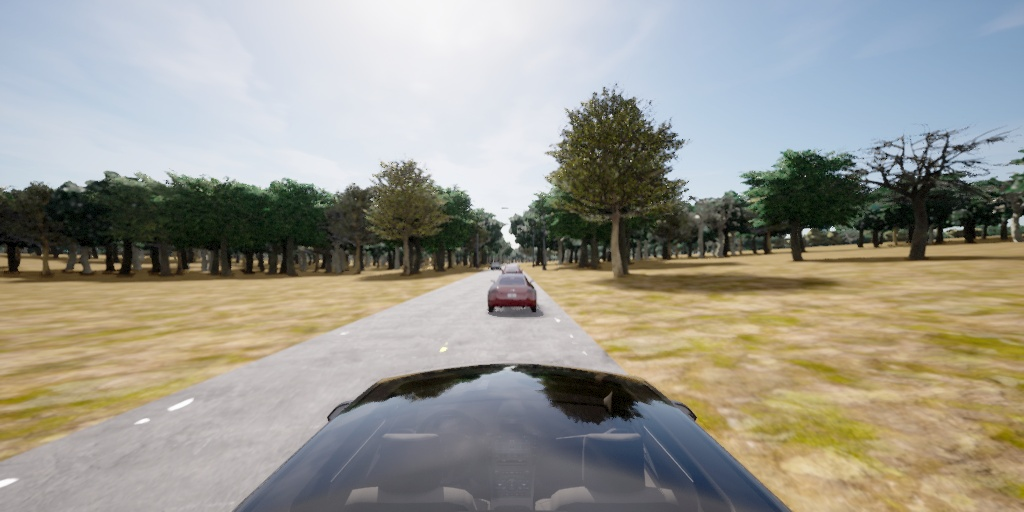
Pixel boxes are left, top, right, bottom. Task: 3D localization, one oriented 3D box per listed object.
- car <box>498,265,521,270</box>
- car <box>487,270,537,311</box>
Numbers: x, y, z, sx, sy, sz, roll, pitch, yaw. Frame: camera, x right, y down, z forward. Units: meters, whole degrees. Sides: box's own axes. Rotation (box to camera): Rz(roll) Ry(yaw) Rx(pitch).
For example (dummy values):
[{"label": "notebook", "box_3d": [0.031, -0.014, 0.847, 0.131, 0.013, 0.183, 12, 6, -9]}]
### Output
[{"label": "car", "box_3d": [0.029, 1.577, 30.707, 1.812, 1.442, 4.674, 0, 0, 1]}, {"label": "car", "box_3d": [0.023, 1.454, 15.320, 1.994, 1.385, 4.181, 0, -1, 0]}]
